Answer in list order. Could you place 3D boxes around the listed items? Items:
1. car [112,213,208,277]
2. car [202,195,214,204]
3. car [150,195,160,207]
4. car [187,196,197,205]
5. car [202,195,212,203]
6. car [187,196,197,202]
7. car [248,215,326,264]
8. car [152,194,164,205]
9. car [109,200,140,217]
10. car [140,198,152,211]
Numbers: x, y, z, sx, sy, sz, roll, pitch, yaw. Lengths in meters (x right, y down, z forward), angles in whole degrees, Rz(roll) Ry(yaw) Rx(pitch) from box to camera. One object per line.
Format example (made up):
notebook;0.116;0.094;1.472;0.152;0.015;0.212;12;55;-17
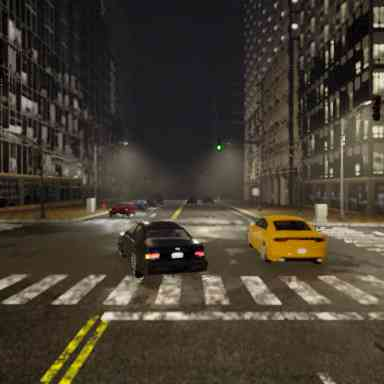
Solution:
car;-1.168;1.636;10.668;2.033;1.411;5.357;1;0;-19
car;3.243;1.608;64.000;1.837;1.490;4.892;0;0;0
car;-6.525;1.651;51.231;1.994;1.385;4.181;0;0;0
car;-0.007;1.666;63.413;1.994;1.385;4.181;0;0;0
car;3.242;1.468;73.801;2.097;1.767;4.553;0;0;0
car;-0.009;1.497;73.449;1.994;1.385;4.181;0;0;0
car;3.352;1.609;12.603;1.882;1.535;5.008;0;1;0
car;-6.508;1.322;61.982;2.150;2.045;5.566;0;0;0
car;-6.603;1.660;32.054;1.895;1.301;4.718;0;0;0
car;-6.580;1.674;41.227;1.895;1.301;4.718;0;0;0
